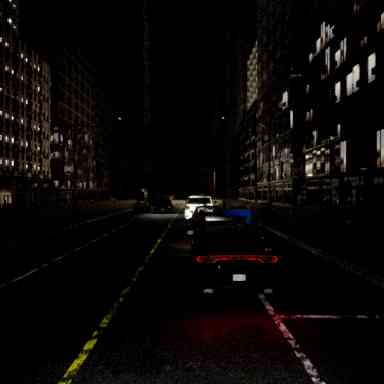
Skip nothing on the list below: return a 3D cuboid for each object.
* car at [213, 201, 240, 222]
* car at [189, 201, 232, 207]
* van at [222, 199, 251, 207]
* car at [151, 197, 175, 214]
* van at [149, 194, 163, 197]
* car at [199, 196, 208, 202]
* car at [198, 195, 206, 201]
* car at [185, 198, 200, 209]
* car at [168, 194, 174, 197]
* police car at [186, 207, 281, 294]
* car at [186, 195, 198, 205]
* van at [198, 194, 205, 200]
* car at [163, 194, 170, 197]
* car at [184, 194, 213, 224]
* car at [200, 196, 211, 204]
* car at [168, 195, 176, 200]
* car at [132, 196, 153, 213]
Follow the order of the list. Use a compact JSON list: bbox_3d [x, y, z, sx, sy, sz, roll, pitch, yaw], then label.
[{"bbox_3d":[2.686,1.527,26.908,1.752,1.417,4.829,0,0,0],"label":"car"},{"bbox_3d":[0.899,1.479,18.804,1.882,1.535,5.008,0,0,0],"label":"car"},{"bbox_3d":[2.686,1.342,21.070,1.690,1.788,3.998,0,0,0],"label":"van"},{"bbox_3d":[-3.003,1.528,35.908,1.812,1.442,4.674,0,0,0],"label":"car"},{"bbox_3d":[-5.697,1.346,49.411,1.690,1.788,3.998,0,0,0],"label":"van"},{"bbox_3d":[2.681,1.555,77.750,1.887,1.381,4.507,0,0,0],"label":"car"},{"bbox_3d":[2.680,1.557,89.086,1.887,1.381,4.507,0,0,0],"label":"car"},{"bbox_3d":[0.014,1.568,46.199,1.994,1.385,4.181,0,0,0],"label":"car"},{"bbox_3d":[-5.699,1.324,72.083,2.192,1.841,5.009,0,0,0],"label":"car"},{"bbox_3d":[0.900,1.425,8.913,1.930,1.638,5.238,0,0,0],"label":"police car"},{"bbox_3d":[-0.006,1.359,60.130,2.097,1.767,4.553,0,0,0],"label":"car"},{"bbox_3d":[2.679,1.354,94.754,1.690,1.788,3.998,0,0,0],"label":"van"},{"bbox_3d":[-5.697,1.558,60.746,2.008,1.369,4.403,0,0,0],"label":"car"},{"bbox_3d":[0.658,1.225,24.913,2.150,2.045,5.566,0,0,4],"label":"car"},{"bbox_3d":[2.682,1.559,66.414,2.008,1.369,4.403,0,0,0],"label":"car"},{"bbox_3d":[-5.701,1.579,94.754,1.947,1.339,4.313,0,0,0],"label":"car"},{"bbox_3d":[-5.695,1.528,37.904,1.752,1.417,4.829,0,0,0],"label":"car"}]
